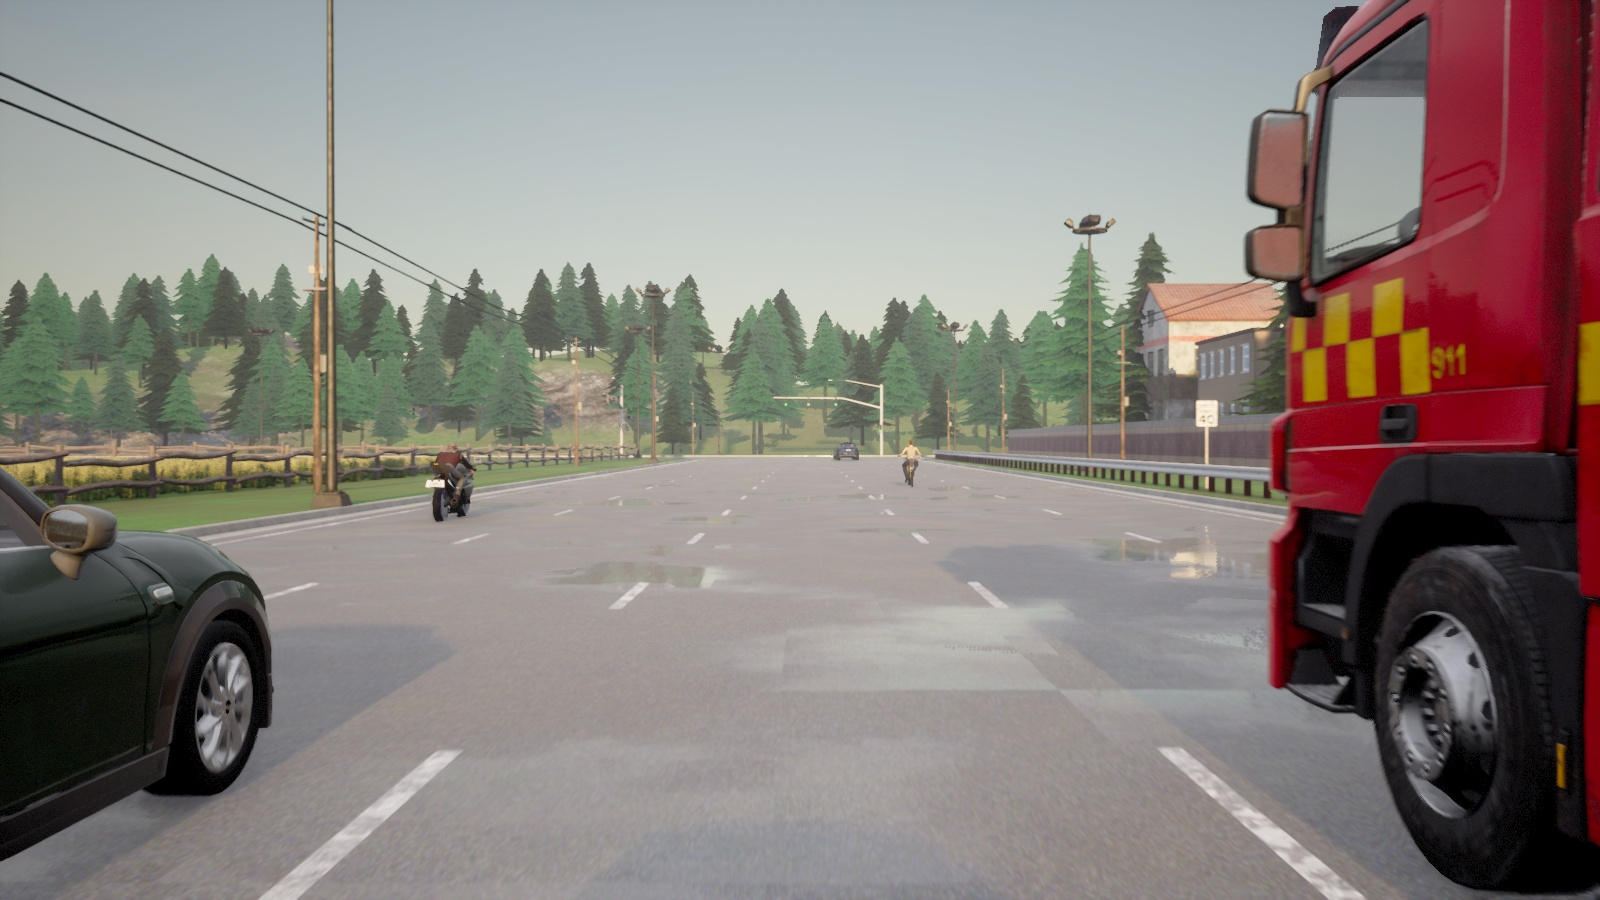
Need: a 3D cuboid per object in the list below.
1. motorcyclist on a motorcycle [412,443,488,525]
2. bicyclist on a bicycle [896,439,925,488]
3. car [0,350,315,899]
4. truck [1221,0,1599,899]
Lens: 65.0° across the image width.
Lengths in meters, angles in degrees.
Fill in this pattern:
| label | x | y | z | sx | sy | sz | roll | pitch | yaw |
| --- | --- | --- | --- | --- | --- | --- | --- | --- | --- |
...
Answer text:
| label | x | y | z | sx | sy | sz | roll | pitch | yaw |
| --- | --- | --- | --- | --- | --- | --- | --- | --- | --- |
| motorcyclist on a motorcycle | -6.844 | 0.637 | 24.680 | 0.866 | 1.530 | 2.191 | 0 | 0 | 0 |
| bicyclist on a bicycle | 3.755 | 0.446 | 42.653 | 0.866 | 1.612 | 1.509 | 0 | 0 | 1 |
| car | -3.462 | 0.580 | 3.940 | 2.097 | 1.767 | 4.553 | 0 | 0 | 0 |
| truck | 3.528 | -0.427 | 2.018 | 2.891 | 3.827 | 8.468 | 0 | 0 | 0 |
